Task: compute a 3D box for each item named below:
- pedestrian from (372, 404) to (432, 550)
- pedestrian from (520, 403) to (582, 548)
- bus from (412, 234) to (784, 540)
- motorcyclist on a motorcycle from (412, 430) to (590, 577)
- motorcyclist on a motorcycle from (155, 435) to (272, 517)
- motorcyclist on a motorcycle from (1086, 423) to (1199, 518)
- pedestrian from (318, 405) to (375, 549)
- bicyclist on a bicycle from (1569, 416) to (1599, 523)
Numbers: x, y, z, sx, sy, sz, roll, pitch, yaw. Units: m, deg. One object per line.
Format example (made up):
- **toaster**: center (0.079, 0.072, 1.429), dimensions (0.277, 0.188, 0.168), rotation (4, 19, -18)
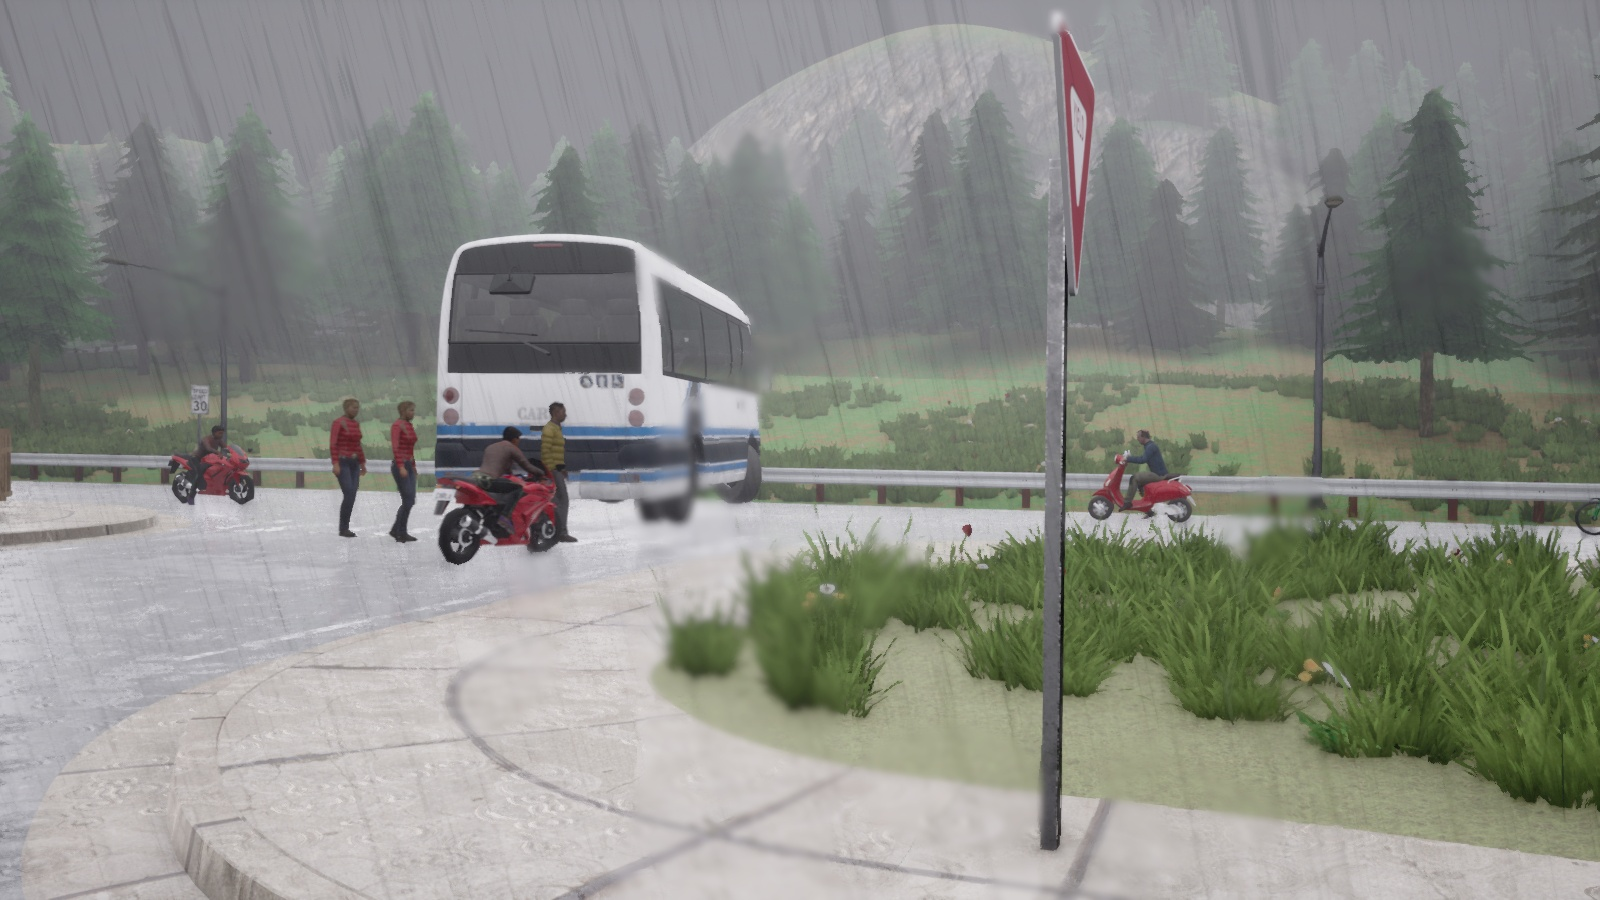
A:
- **pedestrian**: center (-5.105, 0.343, 16.119), dimensions (0.636, 1.846, 0.331), rotation (0, 1, 9)
- **pedestrian**: center (-3.201, 0.324, 16.200), dimensions (0.709, 1.840, 0.431), rotation (-1, 1, -3)
- **bus**: center (-2.938, -0.927, 22.787), dimensions (3.944, 4.253, 10.273), rotation (0, 1, 7)
- **motorcyclist on a motorcycle**: center (-3.315, 0.550, 14.124), dimensions (0.797, 1.523, 2.044), rotation (0, 1, 28)
- **motorcyclist on a motorcycle**: center (-11.264, 0.486, 24.119), dimensions (2.044, 1.523, 0.797), rotation (0, 1, 20)
- **motorcyclist on a motorcycle**: center (5.908, 0.336, 21.646), dimensions (1.817, 1.590, 0.866), rotation (0, 1, 20)
- **pedestrian**: center (-5.897, 0.347, 16.336), dimensions (0.636, 1.846, 0.331), rotation (0, 1, 26)
- **bicyclist on a bicycle**: center (12.717, 0.291, 19.193), dimensions (1.509, 1.612, 0.866), rotation (0, 1, 20)
